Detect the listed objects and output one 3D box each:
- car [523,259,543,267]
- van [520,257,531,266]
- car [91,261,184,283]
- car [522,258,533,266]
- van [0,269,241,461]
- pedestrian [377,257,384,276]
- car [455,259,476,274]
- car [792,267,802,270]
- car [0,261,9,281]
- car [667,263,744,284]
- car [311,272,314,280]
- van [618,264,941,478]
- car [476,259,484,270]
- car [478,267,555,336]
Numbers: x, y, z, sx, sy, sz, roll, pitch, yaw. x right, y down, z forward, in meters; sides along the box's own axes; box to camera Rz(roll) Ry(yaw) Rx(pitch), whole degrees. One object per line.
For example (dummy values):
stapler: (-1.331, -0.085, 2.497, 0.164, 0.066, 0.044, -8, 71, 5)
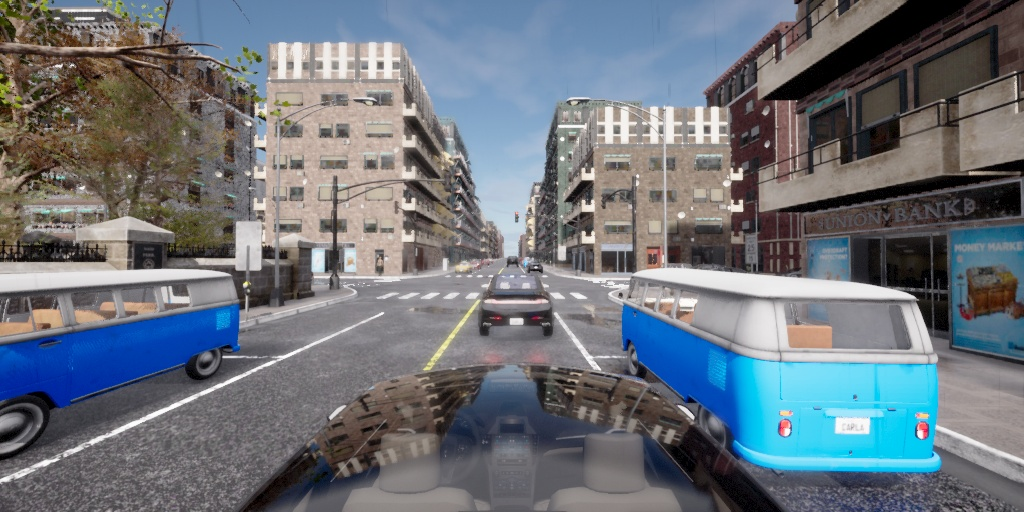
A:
car: (2.708, 1.331, 42.606, 1.948, 1.339, 4.313, 0, 0, 0)
van: (2.715, 1.114, 59.533, 1.690, 1.789, 3.998, 0, 0, 0)
car: (-26.508, 1.119, 25.485, 4.674, 1.442, 1.812, 0, -1, 1)
car: (2.710, 1.318, 48.249, 2.007, 1.370, 4.403, 0, 0, 0)
van: (-5.655, 1.092, 4.664, 1.690, 1.789, 3.998, 0, 0, 0)
pedestrian: (-12.526, 0.968, 34.054, 0.375, 1.860, 0.375, 0, -1, 1)
car: (-5.673, 1.291, 42.439, 1.751, 1.417, 4.829, 0, 0, 0)
car: (25.184, 1.463, 28.050, 4.674, 1.442, 1.812, 0, -1, 1)
car: (-39.707, 1.023, 25.659, 4.892, 1.490, 1.837, 2, -1, 1)
car: (15.102, 1.358, 28.175, 5.008, 1.535, 1.882, 0, -1, 1)
car: (-16.578, 1.000, 25.364, 4.553, 1.767, 2.097, 0, -1, 1)
van: (2.660, 1.092, 4.659, 1.690, 1.789, 3.998, 0, 0, 0)
car: (-5.669, 1.210, 53.895, 1.967, 1.591, 4.097, 0, 0, 0)
car: (0.103, 1.244, 10.390, 2.128, 1.511, 4.902, 0, 0, 0)
